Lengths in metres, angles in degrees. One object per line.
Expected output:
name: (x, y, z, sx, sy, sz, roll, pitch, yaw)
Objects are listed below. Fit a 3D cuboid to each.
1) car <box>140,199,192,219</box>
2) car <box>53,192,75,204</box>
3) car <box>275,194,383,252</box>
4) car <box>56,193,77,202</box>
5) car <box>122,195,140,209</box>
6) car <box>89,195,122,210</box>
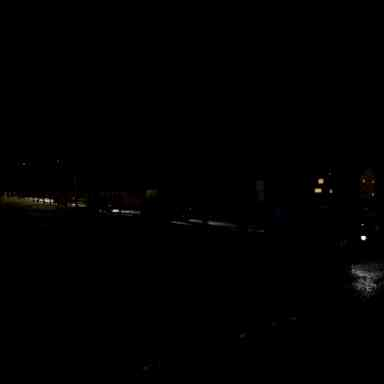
car: (-1.941, 1.372, 26.029, 1.895, 1.301, 4.718, 1, 0, -36)
car: (-19.154, 0.876, 49.723, 2.097, 1.767, 4.553, 1, 0, -36)
car: (5.762, 1.131, 13.938, 2.150, 2.045, 5.566, 2, 0, -21)
car: (-22.138, 0.881, 58.614, 2.128, 1.511, 4.902, 1, 0, -36)
car: (-7.658, 1.136, 38.839, 1.882, 1.535, 5.008, 1, 0, -36)
car: (-10.082, 1.119, 37.167, 2.128, 1.511, 4.902, 1, 0, -36)
